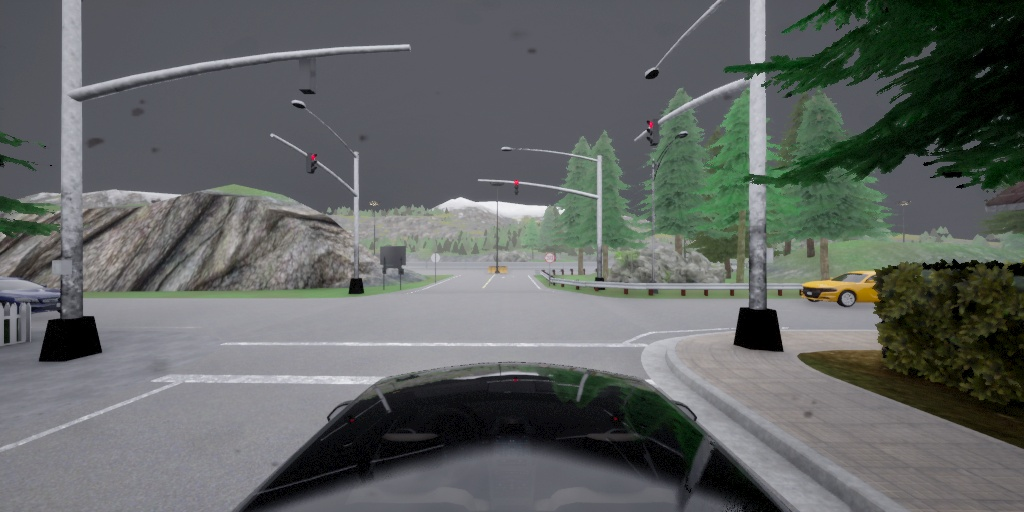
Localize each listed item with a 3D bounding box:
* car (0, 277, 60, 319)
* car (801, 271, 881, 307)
[{"bbox_3d":[-18.279,1.467,12.689,4.674,1.442,1.812,0,0,0],"label":"car"},{"bbox_3d":[15.954,1.419,16.204,5.008,1.535,1.882,0,0,0],"label":"car"}]
